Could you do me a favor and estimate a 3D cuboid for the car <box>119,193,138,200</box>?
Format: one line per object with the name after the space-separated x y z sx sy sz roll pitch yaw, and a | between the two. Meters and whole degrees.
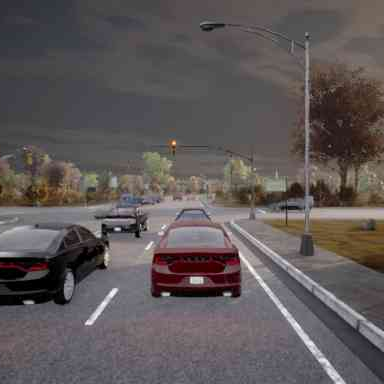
-10.685 1.221 55.856 2.150 2.045 5.566 0 0 2 | car

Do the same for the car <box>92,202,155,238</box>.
-3.434 1.491 17.628 2.128 1.511 4.902 0 0 -1 | car

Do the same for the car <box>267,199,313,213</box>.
10.871 1.491 37.133 4.902 1.511 2.128 0 0 3 | car

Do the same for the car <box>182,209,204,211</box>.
0.061 1.564 17.605 1.994 1.385 4.181 0 0 0 | car

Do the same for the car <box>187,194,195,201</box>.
-0.204 1.348 85.809 2.097 1.767 4.553 0 0 0 | car

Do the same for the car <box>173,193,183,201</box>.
-3.703 1.217 85.445 2.150 2.045 5.566 0 0 0 | car

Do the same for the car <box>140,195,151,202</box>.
-10.684 1.500 75.904 1.837 1.490 4.892 0 0 0 | car

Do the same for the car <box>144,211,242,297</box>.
0.081 1.478 8.616 1.882 1.535 5.008 0 0 0 | car

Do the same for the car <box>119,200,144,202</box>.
-6.291 1.601 28.042 1.895 1.301 4.718 0 0 22 | car

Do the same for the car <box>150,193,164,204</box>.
-7.197 1.221 64.551 2.150 2.045 5.566 0 0 1 | car

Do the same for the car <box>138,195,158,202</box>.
-7.223 1.564 55.437 1.994 1.385 4.181 0 0 -1 | car

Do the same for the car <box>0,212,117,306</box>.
-3.417 1.478 8.141 1.882 1.535 5.008 0 0 0 | car

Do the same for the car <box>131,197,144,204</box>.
-10.686 1.601 65.623 1.895 1.301 4.718 0 0 0 | car
